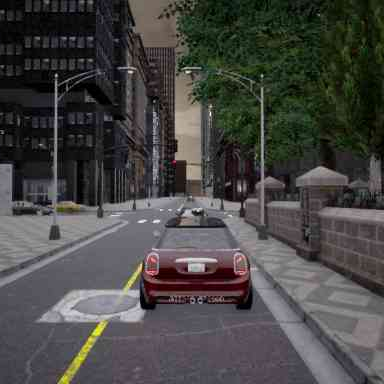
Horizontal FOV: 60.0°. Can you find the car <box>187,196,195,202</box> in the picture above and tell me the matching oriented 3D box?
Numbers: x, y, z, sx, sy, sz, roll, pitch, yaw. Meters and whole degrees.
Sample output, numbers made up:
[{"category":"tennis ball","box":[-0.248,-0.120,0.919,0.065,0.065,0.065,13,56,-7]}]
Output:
[{"category":"car","box":[-0.281,1.726,81.310,1.812,1.442,4.674,0,0,0]}]

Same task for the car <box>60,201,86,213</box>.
[{"category":"car","box":[-14.903,1.675,38.570,4.829,1.417,1.752,0,-1,0]}]

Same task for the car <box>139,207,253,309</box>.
[{"category":"car","box":[0.071,1.357,8.012,2.097,1.767,4.553,0,0,0]}]

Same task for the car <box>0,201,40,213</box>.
[{"category":"car","box":[-20.246,1.708,38.580,4.403,1.369,2.008,0,-1,0]}]

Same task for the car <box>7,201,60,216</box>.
[{"category":"car","box":[-14.741,1.517,30.046,4.403,1.369,2.008,0,-1,0]}]

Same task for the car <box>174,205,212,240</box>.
[{"category":"car","box":[0.035,1.541,18.138,1.812,1.442,4.674,0,0,0]}]
